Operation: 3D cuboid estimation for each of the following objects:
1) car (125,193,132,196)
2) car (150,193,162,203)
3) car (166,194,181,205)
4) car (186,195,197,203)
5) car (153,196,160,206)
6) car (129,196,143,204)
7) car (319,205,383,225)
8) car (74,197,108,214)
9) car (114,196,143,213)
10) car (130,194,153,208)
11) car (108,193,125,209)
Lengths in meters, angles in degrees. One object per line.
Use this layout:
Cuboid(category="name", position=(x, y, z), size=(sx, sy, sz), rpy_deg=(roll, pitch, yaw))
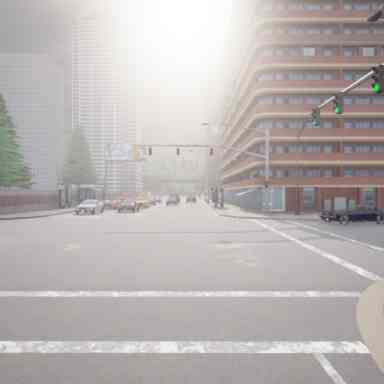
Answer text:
Cuboid(category="car", position=(-10.679, 1.221, 53.608), size=(2.150, 2.045, 5.566), rpy_deg=(0, 0, 0))
Cuboid(category="car", position=(-7.132, 1.526, 66.812), size=(1.812, 1.442, 4.674), rpy_deg=(0, 0, 0))
Cuboid(category="car", position=(-3.493, 1.547, 58.193), size=(2.033, 1.411, 5.357), rpy_deg=(0, 0, 0))
Cuboid(category="car", position=(-0.112, 1.350, 69.683), size=(2.097, 1.767, 4.553), rpy_deg=(0, 0, 0))
Cuboid(category="car", position=(-7.175, 1.491, 56.588), size=(2.128, 1.511, 4.902), rpy_deg=(0, 0, 0))
Cuboid(category="car", position=(-10.646, 1.505, 64.025), size=(1.837, 1.490, 4.892), rpy_deg=(0, 0, 0))
Cuboid(category="car", position=(11.385, 1.545, 23.200), size=(4.718, 1.301, 1.895), rpy_deg=(0, 0, -13))
Cuboid(category="car", position=(-10.655, 1.526, 34.933), size=(1.812, 1.442, 4.674), rpy_deg=(0, 0, 2))
Cuboid(category="car", position=(-7.145, 1.526, 37.770), size=(1.812, 1.442, 4.674), rpy_deg=(0, 0, 0))
Cuboid(category="car", position=(-7.173, 1.477, 47.109), size=(1.882, 1.535, 5.008), rpy_deg=(0, 0, 0))
Cuboid(category="car", position=(-10.669, 1.352, 43.879), size=(2.097, 1.767, 4.553), rpy_deg=(0, 0, 0))
